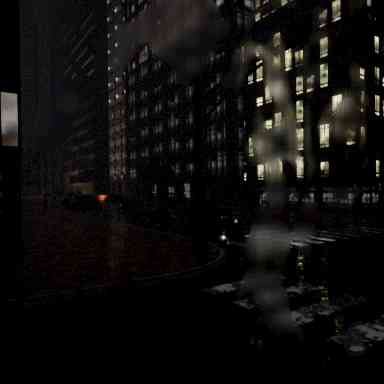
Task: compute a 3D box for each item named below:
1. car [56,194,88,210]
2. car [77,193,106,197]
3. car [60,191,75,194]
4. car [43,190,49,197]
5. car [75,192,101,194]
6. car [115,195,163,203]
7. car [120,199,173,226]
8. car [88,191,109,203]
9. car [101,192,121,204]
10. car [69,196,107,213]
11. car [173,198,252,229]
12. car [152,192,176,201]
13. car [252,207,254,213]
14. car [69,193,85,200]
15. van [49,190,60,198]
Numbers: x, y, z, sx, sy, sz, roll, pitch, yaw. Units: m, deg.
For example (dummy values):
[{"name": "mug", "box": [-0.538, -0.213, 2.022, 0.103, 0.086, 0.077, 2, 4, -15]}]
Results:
[{"name": "car", "box": [-13.717, 1.289, 38.066, 2.008, 1.369, 4.403, -1, 1, -35]}, {"name": "car", "box": [-12.599, 1.206, 41.024, 1.812, 1.442, 4.674, -1, 2, -34]}, {"name": "car", "box": [-21.677, 0.946, 59.790, 1.837, 1.490, 4.892, -1, 1, -34]}, {"name": "car", "box": [-35.652, 0.689, 84.658, 2.008, 1.369, 4.403, -1, 1, -35]}, {"name": "car", "box": [-16.134, 1.077, 51.775, 2.033, 1.411, 5.357, -1, 1, -34]}, {"name": "car", "box": [-4.798, 1.303, 29.675, 1.837, 1.490, 4.892, -1, 2, -34]}, {"name": "car", "box": [-2.886, 1.455, 22.399, 2.008, 1.369, 4.403, -1, 1, -35]}, {"name": "car", "box": [-15.939, 0.796, 56.782, 2.097, 1.767, 4.553, -1, 1, -35]}, {"name": "car", "box": [-11.956, 1.009, 51.064, 1.837, 1.490, 4.892, -1, 1, -35]}, {"name": "car", "box": [-10.515, 1.354, 33.420, 1.947, 1.339, 4.313, -1, 1, -35]}, {"name": "car", "box": [1.129, 1.383, 21.062, 2.128, 1.511, 4.902, -1, 1, -34]}, {"name": "car", "box": [-3.640, 0.963, 38.206, 2.192, 1.841, 5.009, -1, 1, -35]}, {"name": "car", "box": [3.110, 1.279, 28.349, 1.752, 1.417, 4.829, -1, 1, -35]}, {"name": "car", "box": [-22.847, 0.889, 66.078, 1.887, 1.381, 4.507, -1, 1, -35]}, {"name": "van", "box": [-32.450, 0.531, 80.010, 1.690, 1.788, 3.998, -1, 1, -35]}]
